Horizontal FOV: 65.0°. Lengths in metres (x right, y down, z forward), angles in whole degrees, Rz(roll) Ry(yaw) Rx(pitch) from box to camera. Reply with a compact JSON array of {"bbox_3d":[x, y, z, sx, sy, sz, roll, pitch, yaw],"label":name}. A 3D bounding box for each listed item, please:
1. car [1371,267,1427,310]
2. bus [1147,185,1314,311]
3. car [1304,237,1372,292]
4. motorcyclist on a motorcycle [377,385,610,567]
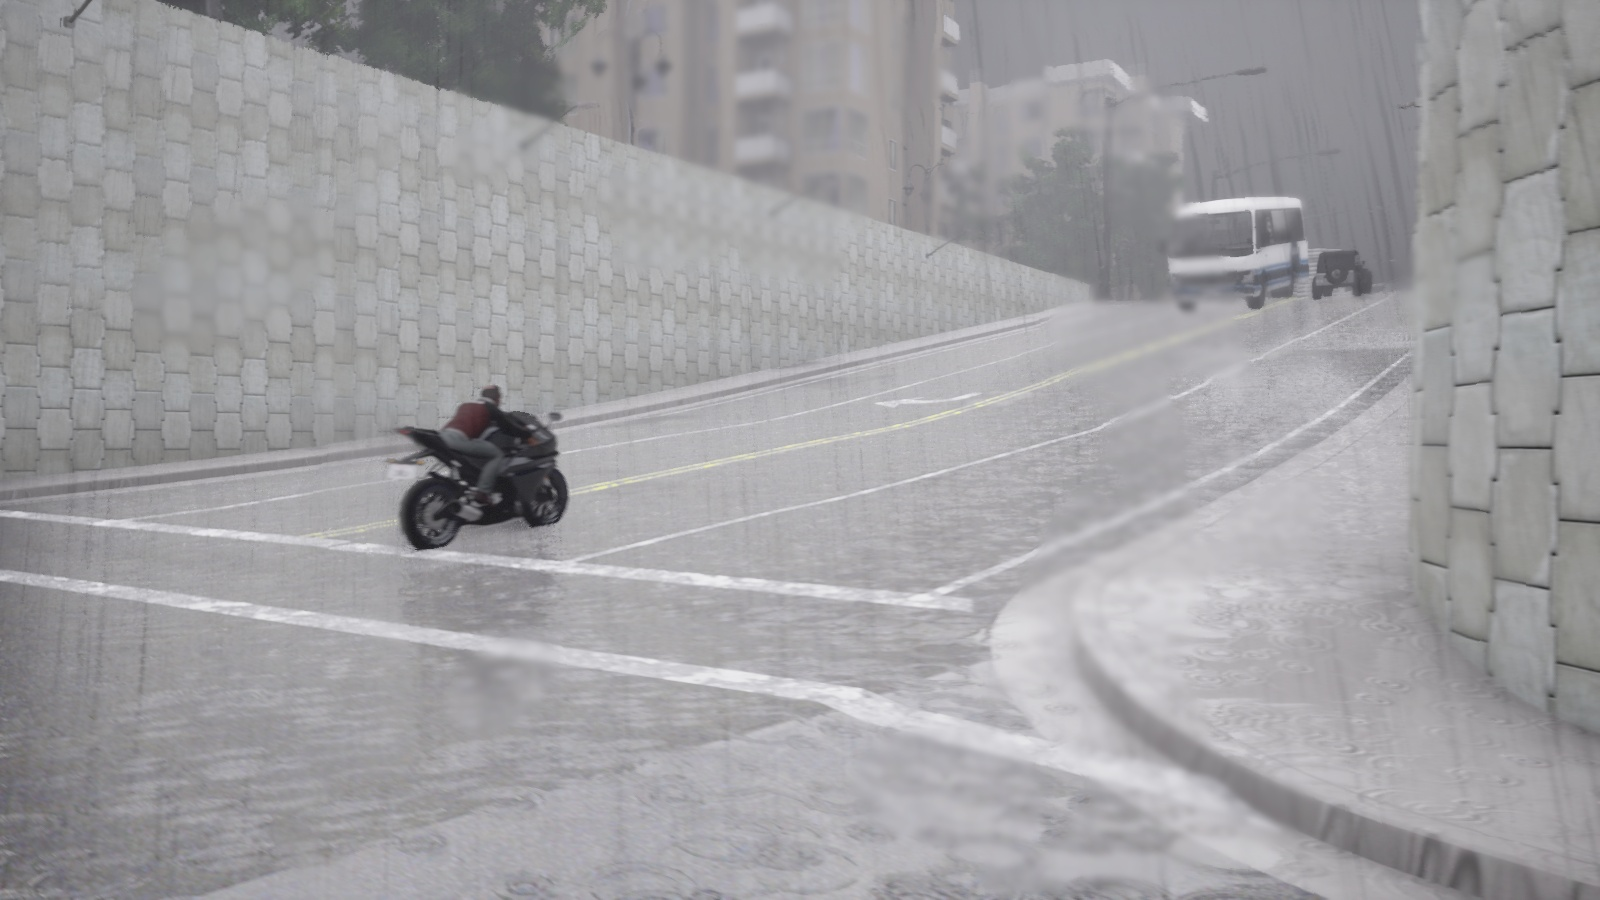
[{"bbox_3d":[31.448,-8.415,65.865,2.097,1.767,4.553,0,2,33],"label":"car"},{"bbox_3d":[17.686,-8.319,50.907,3.944,4.253,10.273,0,10,33],"label":"bus"},{"bbox_3d":[21.834,-7.543,50.891,1.905,1.878,3.866,0,10,33],"label":"car"},{"bbox_3d":[-2.958,0.187,12.417,0.866,1.530,2.191,0,6,30],"label":"motorcyclist on a motorcycle"}]
